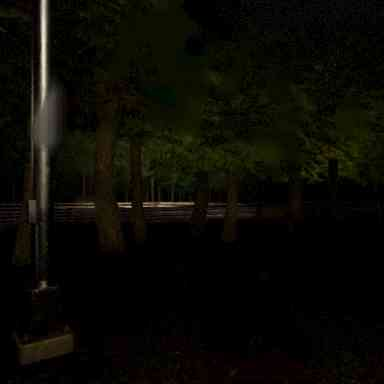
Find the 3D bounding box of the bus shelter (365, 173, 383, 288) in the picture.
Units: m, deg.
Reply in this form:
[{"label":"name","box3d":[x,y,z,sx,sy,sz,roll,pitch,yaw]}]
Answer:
[{"label":"bus shelter","box3d":[6.429,0.905,8.583,3.880,2.740,1.920,0,0,-36]}]
